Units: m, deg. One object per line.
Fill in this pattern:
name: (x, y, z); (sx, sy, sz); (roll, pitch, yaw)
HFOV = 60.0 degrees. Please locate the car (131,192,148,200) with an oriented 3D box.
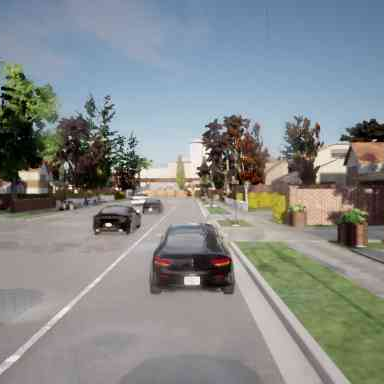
car: (-7.743, 1.069, 50.133); (2.150, 2.045, 5.566); (0, 0, 0)

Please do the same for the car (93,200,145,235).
car: (-4.145, 1.471, 18.993); (1.882, 1.535, 5.008); (0, 0, 0)

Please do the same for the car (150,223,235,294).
car: (0.003, 1.525, 8.650); (1.812, 1.442, 4.674); (0, 0, 0)

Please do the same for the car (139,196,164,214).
car: (-4.048, 1.446, 34.945); (1.837, 1.490, 4.892); (0, 0, 0)
